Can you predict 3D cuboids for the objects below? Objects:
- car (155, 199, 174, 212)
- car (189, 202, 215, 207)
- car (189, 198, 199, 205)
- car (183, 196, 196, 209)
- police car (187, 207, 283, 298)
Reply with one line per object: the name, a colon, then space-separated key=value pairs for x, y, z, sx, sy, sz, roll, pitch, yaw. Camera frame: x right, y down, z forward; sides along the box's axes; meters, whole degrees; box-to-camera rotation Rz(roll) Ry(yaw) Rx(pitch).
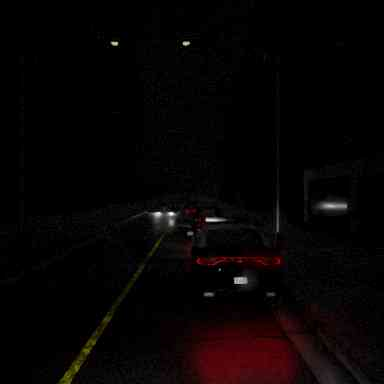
car: x=-3.105 y=1.551 z=39.141 sx=1.812 sy=1.442 sz=4.674 roll=0 pitch=0 yaw=0
car: x=0.898 y=1.534 z=18.598 sx=1.812 sy=1.442 sz=4.674 roll=0 pitch=0 yaw=0
car: x=0.897 y=1.490 z=24.598 sx=1.882 sy=1.535 sz=5.008 roll=0 pitch=0 yaw=0
car: x=0.012 y=1.633 z=46.005 sx=1.895 sy=1.301 sz=4.718 roll=0 pitch=0 yaw=1
police car: x=0.899 y=1.428 z=8.707 sx=1.930 sy=1.638 sz=5.238 roll=0 pitch=0 yaw=0
